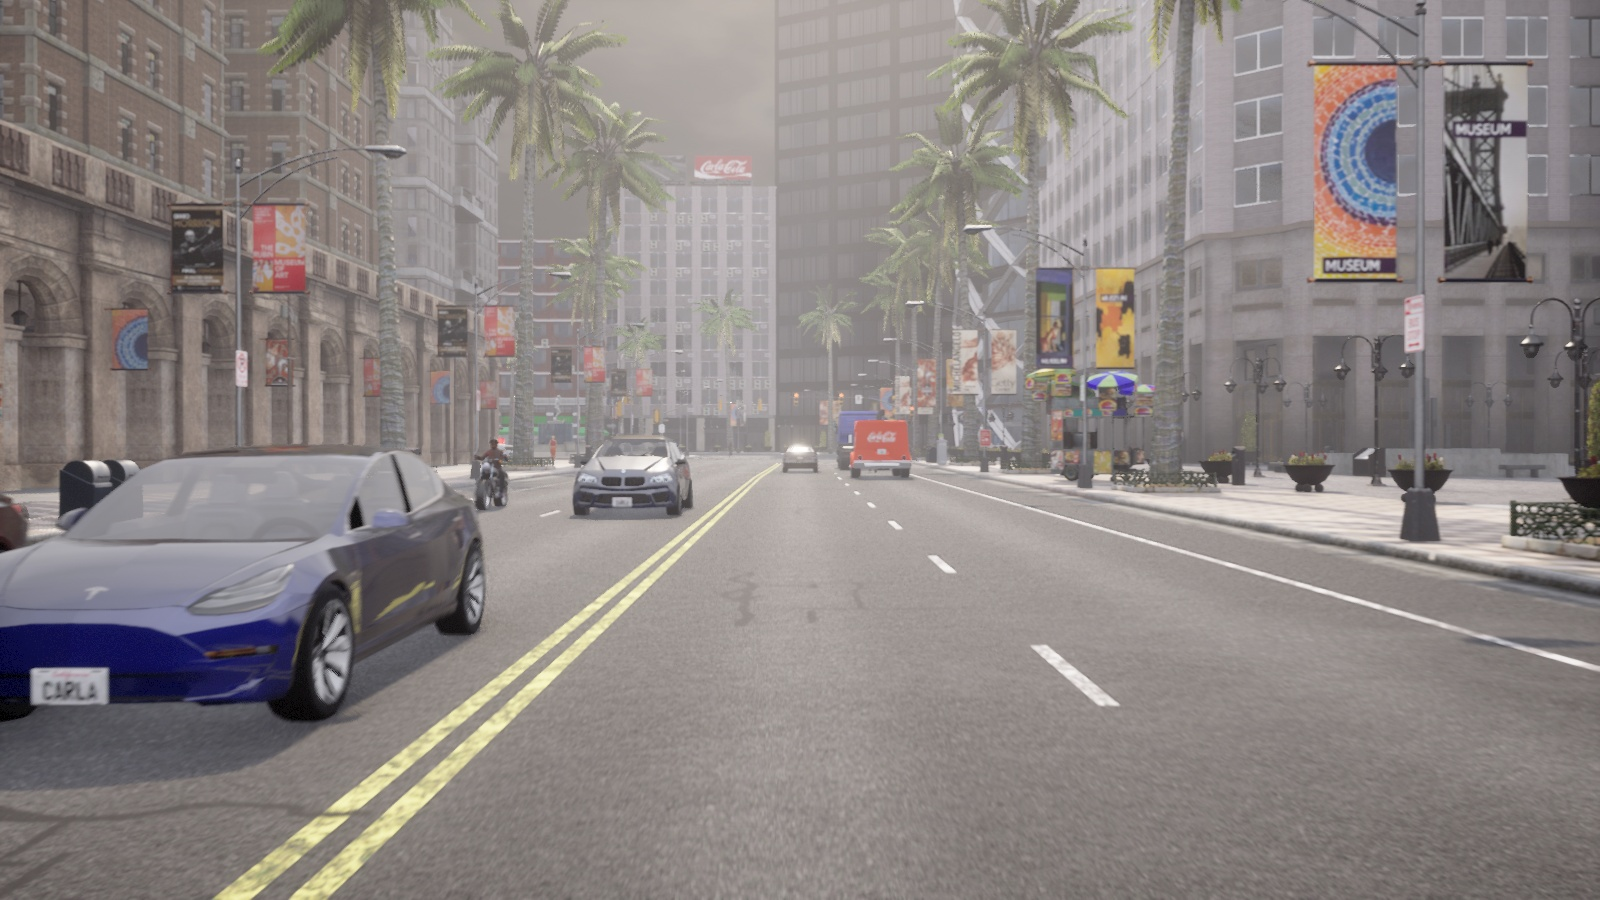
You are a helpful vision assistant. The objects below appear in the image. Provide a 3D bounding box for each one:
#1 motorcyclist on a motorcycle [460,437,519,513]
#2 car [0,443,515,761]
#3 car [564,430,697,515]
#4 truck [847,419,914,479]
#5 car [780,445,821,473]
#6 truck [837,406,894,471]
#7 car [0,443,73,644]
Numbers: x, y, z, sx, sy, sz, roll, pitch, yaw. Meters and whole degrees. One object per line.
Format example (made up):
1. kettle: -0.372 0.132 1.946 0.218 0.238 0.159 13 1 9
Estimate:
1. motorcyclist on a motorcycle: -7.031 0.531 28.531 0.766 1.649 2.350 0 0 0
2. car: -3.495 0.697 8.262 2.163 1.488 4.792 0 0 0
3. car: -3.528 0.436 27.060 2.242 1.667 4.611 0 0 0
4. truck: 3.443 -0.047 54.710 2.627 2.467 5.204 0 0 0
5. car: 0.049 0.431 64.444 2.033 1.411 5.357 0 0 0
6. truck: 3.617 -0.636 71.578 2.891 3.462 7.936 0 0 0
7. car: -6.994 0.697 7.826 2.163 1.488 4.792 0 0 0
